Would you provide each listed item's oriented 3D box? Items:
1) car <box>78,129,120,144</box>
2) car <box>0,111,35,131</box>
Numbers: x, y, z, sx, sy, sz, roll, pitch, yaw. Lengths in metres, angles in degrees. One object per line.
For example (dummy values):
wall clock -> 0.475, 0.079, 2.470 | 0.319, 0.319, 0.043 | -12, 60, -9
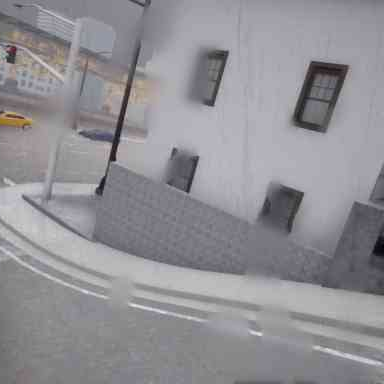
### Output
car -> -11.573, -7.107, 41.966 | 2.033, 1.411, 5.357 | 24, 13, 34
car -> -18.208, -7.256, 33.026 | 1.882, 1.535, 5.008 | 24, 13, 34
